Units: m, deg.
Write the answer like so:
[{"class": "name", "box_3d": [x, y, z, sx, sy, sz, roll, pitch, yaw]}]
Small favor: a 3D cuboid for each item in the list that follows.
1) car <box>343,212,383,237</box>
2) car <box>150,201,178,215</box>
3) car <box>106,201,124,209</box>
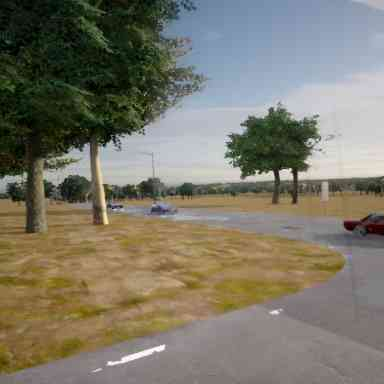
[{"class": "car", "box_3d": [10.389, 1.718, 17.002, 1.895, 1.301, 4.718, -3, 1, -33]}, {"class": "car", "box_3d": [-3.417, 1.857, 39.191, 1.812, 1.442, 4.674, -3, 1, -30]}, {"class": "car", "box_3d": [-13.320, 2.221, 57.058, 2.033, 1.411, 5.357, -3, 0, -28]}]
